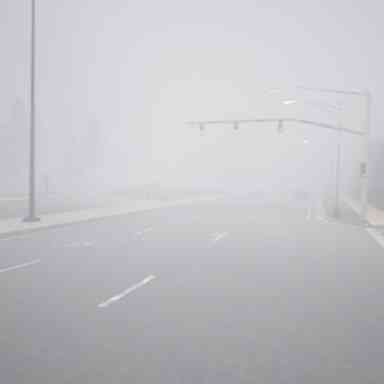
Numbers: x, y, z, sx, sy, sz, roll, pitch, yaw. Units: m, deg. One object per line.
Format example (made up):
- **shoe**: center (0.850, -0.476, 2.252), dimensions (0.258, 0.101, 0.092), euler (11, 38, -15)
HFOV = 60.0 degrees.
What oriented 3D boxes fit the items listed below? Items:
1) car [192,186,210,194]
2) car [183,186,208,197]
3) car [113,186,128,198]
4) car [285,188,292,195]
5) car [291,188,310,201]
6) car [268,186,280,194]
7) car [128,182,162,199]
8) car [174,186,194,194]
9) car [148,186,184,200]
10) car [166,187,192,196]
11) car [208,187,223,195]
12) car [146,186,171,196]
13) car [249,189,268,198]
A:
- **car**: center (1.790, -0.396, 62.889), dimensions (1.882, 1.535, 5.008), euler (2, 2, 22)
- **car**: center (0.315, -0.005, 49.794), dimensions (1.837, 1.490, 4.892), euler (2, 2, 22)
- **car**: center (-8.828, -0.101, 45.602), dimensions (1.882, 1.535, 5.008), euler (2, 2, 22)
- **car**: center (20.887, -0.214, 70.398), dimensions (1.882, 1.535, 5.008), euler (2, 2, 22)
- **car**: center (15.747, 0.390, 47.626), dimensions (1.837, 1.490, 4.892), euler (2, 2, 21)
- **car**: center (17.550, -0.440, 71.462), dimensions (2.097, 1.767, 4.553), euler (2, 2, 22)
- **car**: center (-5.735, -0.239, 43.909), dimensions (2.150, 2.045, 5.566), euler (2, 2, 21)
- **car**: center (-1.448, -0.435, 64.218), dimensions (2.033, 1.411, 5.357), euler (2, 2, 22)
- **car**: center (-3.086, 0.280, 41.132), dimensions (1.895, 1.301, 4.718), euler (2, 2, 21)
- **car**: center (-1.985, -0.122, 53.452), dimensions (2.033, 1.411, 5.357), euler (2, 2, 22)
- **car**: center (4.071, -0.221, 59.185), dimensions (2.128, 1.511, 4.902), euler (2, 2, 22)
- **car**: center (-5.401, -0.264, 54.320), dimensions (1.837, 1.490, 4.892), euler (2, 2, 22)
- **car**: center (10.409, 0.168, 53.160), dimensions (1.994, 1.385, 4.181), euler (2, 2, 21)
